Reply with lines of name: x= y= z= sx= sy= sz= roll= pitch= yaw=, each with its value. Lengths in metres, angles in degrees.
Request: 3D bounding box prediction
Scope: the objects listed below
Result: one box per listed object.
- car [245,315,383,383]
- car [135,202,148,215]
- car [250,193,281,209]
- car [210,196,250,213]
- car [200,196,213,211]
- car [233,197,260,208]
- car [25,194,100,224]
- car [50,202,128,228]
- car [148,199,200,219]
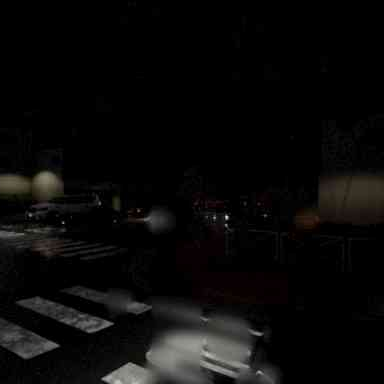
car: x=2.613 y=1.526 z=2.130 sx=4.674 sy=1.442 sz=1.812 roll=0 pitch=0 yaw=35
car: x=-3.498 y=1.481 z=32.766 sx=2.128 sy=1.511 sz=4.902 roll=0 pitch=0 yaw=36
car: x=10.581 y=1.213 z=46.396 sx=2.150 sy=2.045 sz=5.566 roll=0 pitch=0 yaw=36
car: x=4.418 y=1.496 z=37.825 sx=1.837 sy=1.490 sz=4.892 roll=0 pitch=0 yaw=35
car: x=2.231 y=1.342 z=40.786 sx=2.097 sy=1.767 sz=4.553 roll=0 pitch=0 yaw=36
car: x=8.069 y=1.494 z=48.899 sx=1.837 sy=1.490 sz=4.892 roll=0 pitch=0 yaw=36
car: x=-9.282 y=1.211 z=24.695 sx=2.150 sy=2.045 sz=5.566 roll=0 pitch=0 yaw=36
car: x=-6.660 y=1.592 z=22.314 sx=1.895 sy=1.301 sz=4.718 roll=0 pitch=0 yaw=36
car: x=-1.550 y=1.555 z=29.474 sx=1.994 sy=1.385 sz=4.181 roll=0 pitch=0 yaw=35
